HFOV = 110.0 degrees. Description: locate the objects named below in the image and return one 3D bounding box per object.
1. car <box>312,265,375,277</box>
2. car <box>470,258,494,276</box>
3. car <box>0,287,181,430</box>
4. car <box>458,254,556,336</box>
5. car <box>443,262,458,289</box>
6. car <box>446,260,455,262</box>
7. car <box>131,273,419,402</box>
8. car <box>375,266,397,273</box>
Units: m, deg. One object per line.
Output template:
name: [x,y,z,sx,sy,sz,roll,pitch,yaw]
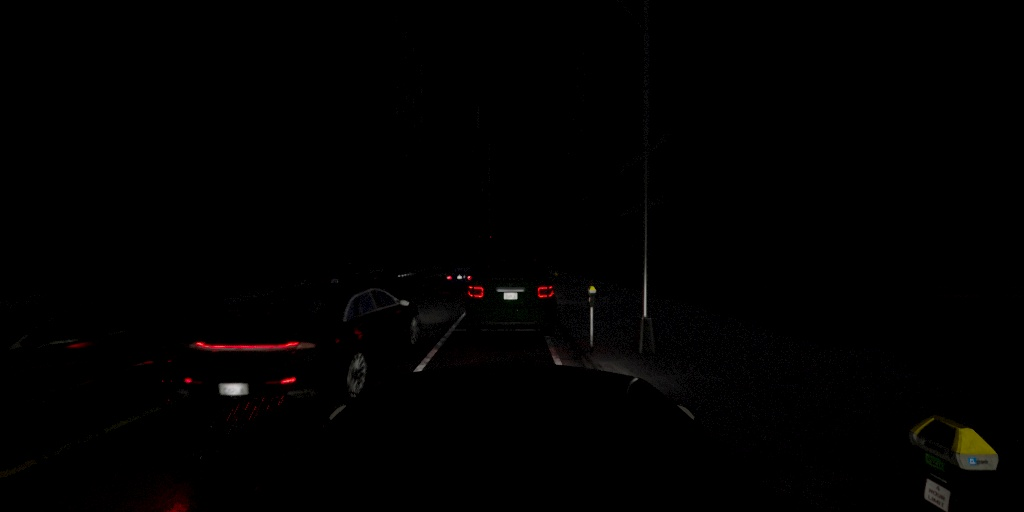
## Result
car: [-8.795,1.185,18.037,1.967,1.591,4.097,0,0,0]
car: [-3.103,1.085,37.871,2.097,1.767,4.553,0,0,0]
car: [-6.240,1.254,4.921,1.837,1.490,4.892,0,0,0]
car: [-0.028,0.969,10.528,2.150,2.045,5.566,0,0,0]
car: [-3.020,1.291,23.217,2.033,1.411,5.357,0,0,0]
car: [-8.758,1.267,51.552,1.888,1.381,4.507,0,0,0]
car: [-3.038,1.240,6.343,2.128,1.511,4.902,0,0,0]
car: [-8.789,1.325,23.624,1.802,1.307,4.207,0,0,0]
